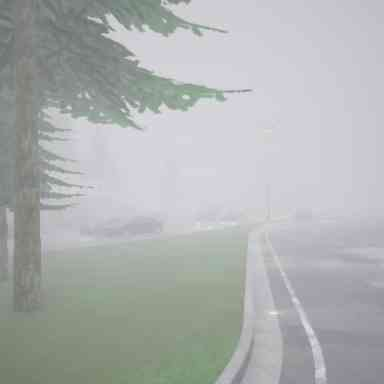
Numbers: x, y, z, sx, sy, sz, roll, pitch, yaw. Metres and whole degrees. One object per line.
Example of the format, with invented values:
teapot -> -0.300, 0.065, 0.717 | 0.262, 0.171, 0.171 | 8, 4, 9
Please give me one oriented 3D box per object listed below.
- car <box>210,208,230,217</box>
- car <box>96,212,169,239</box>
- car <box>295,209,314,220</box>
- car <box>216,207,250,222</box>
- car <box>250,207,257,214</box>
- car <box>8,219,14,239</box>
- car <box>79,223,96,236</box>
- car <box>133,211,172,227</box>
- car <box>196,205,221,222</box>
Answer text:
car -> 5.014, 3.593, 58.851 | 2.033, 1.411, 5.357 | -3, -2, 23
car -> -4.198, 2.516, 24.526 | 1.882, 1.535, 5.008 | -3, -3, 37
car -> 13.685, 2.724, 40.448 | 1.895, 1.301, 4.718 | -3, -2, 23
car -> 5.148, 2.941, 41.248 | 2.033, 1.411, 5.357 | -3, -2, 24
car -> 11.485, 3.616, 65.062 | 1.812, 1.442, 4.674 | -2, -2, 23
car -> -13.883, 2.750, 23.487 | 1.882, 1.535, 5.008 | -3, -3, 39
car -> -6.379, 2.744, 27.135 | 2.033, 1.411, 5.357 | -3, -3, 38
car -> -4.338, 3.006, 37.322 | 2.128, 1.511, 4.902 | -3, -2, 25
car -> 2.464, 2.791, 43.968 | 2.150, 2.045, 5.566 | -2, -2, 23
